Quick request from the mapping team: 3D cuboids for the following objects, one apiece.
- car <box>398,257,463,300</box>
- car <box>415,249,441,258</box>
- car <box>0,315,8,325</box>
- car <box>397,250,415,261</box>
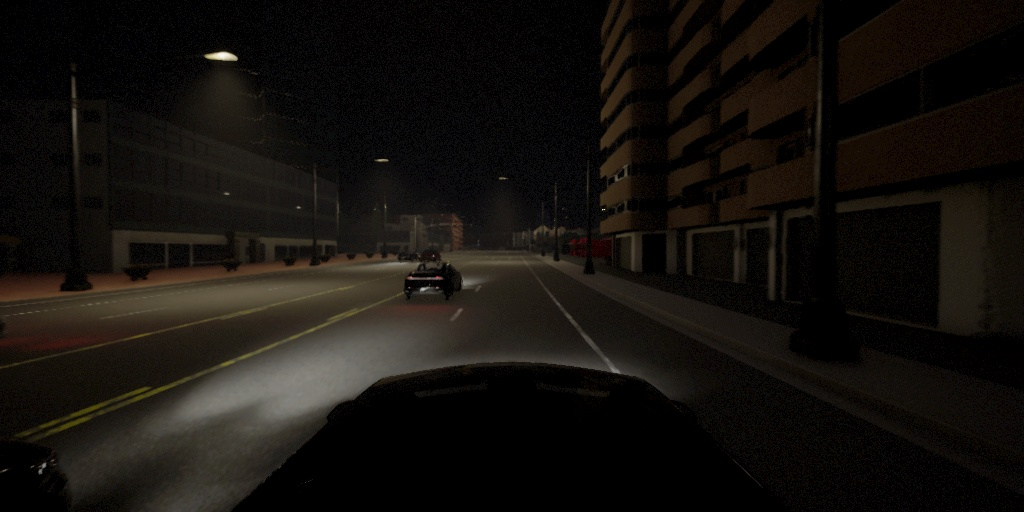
[{"bbox_3d":[-3.402,1.014,16.149,2.128,1.511,4.902,0,1,0],"label":"car"},{"bbox_3d":[-10.561,-0.080,46.312,2.097,1.767,4.553,0,2,0],"label":"car"},{"bbox_3d":[-10.600,1.245,4.895,1.812,1.442,4.674,0,1,0],"label":"car"},{"bbox_3d":[-14.061,-0.019,48.713,2.128,1.511,4.902,0,2,0],"label":"car"}]
